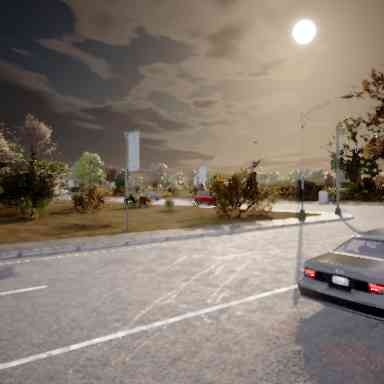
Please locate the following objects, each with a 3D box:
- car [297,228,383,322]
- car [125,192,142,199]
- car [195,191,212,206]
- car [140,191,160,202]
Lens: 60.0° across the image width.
[{"bbox_3d":[4.489,1.486,6.973,5.357,1.411,2.033,-1,0,-36],"label":"car"},{"bbox_3d":[-11.045,1.237,62.931,1.994,1.385,4.181,-1,1,-39],"label":"car"},{"bbox_3d":[2.784,0.883,45.659,2.150,2.045,5.566,-1,1,-39],"label":"car"},{"bbox_3d":[-8.440,0.833,65.271,2.150,2.045,5.566,-1,0,-39],"label":"car"}]
